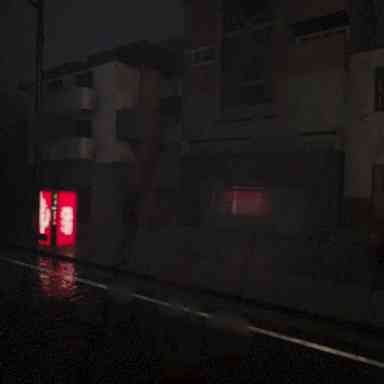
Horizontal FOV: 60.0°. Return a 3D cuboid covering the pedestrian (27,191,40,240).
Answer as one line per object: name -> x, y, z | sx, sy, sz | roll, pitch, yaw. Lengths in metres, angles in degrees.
pedestrian -> -5.795, 0.868, 12.379 | 0.375, 1.860, 0.375 | 2, 2, 35

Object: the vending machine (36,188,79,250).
vending machine -> -4.862, 0.941, 12.061 | 0.880, 2.100, 1.100 | 2, 1, 35
